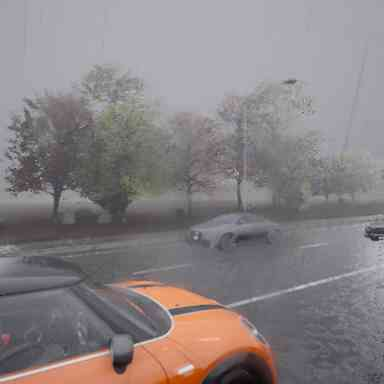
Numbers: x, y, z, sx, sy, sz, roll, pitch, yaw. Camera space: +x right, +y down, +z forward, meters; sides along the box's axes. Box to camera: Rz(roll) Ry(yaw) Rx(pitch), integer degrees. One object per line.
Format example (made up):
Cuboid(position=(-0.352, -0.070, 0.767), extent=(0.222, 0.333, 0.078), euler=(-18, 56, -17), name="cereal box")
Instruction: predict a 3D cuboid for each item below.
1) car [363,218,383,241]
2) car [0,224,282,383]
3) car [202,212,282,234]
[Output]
Cuboid(position=(10.182, 1.546, 15.474), extent=(5.357, 1.411, 2.033), euler=(0, 0, -35), name="car")
Cuboid(position=(-1.390, 1.352, 2.756), extent=(4.553, 1.767, 2.097), euler=(0, 0, -36), name="car")
Cuboid(position=(1.782, 1.563, 13.834), extent=(4.181, 1.385, 1.994), euler=(0, 0, -35), name="car")
